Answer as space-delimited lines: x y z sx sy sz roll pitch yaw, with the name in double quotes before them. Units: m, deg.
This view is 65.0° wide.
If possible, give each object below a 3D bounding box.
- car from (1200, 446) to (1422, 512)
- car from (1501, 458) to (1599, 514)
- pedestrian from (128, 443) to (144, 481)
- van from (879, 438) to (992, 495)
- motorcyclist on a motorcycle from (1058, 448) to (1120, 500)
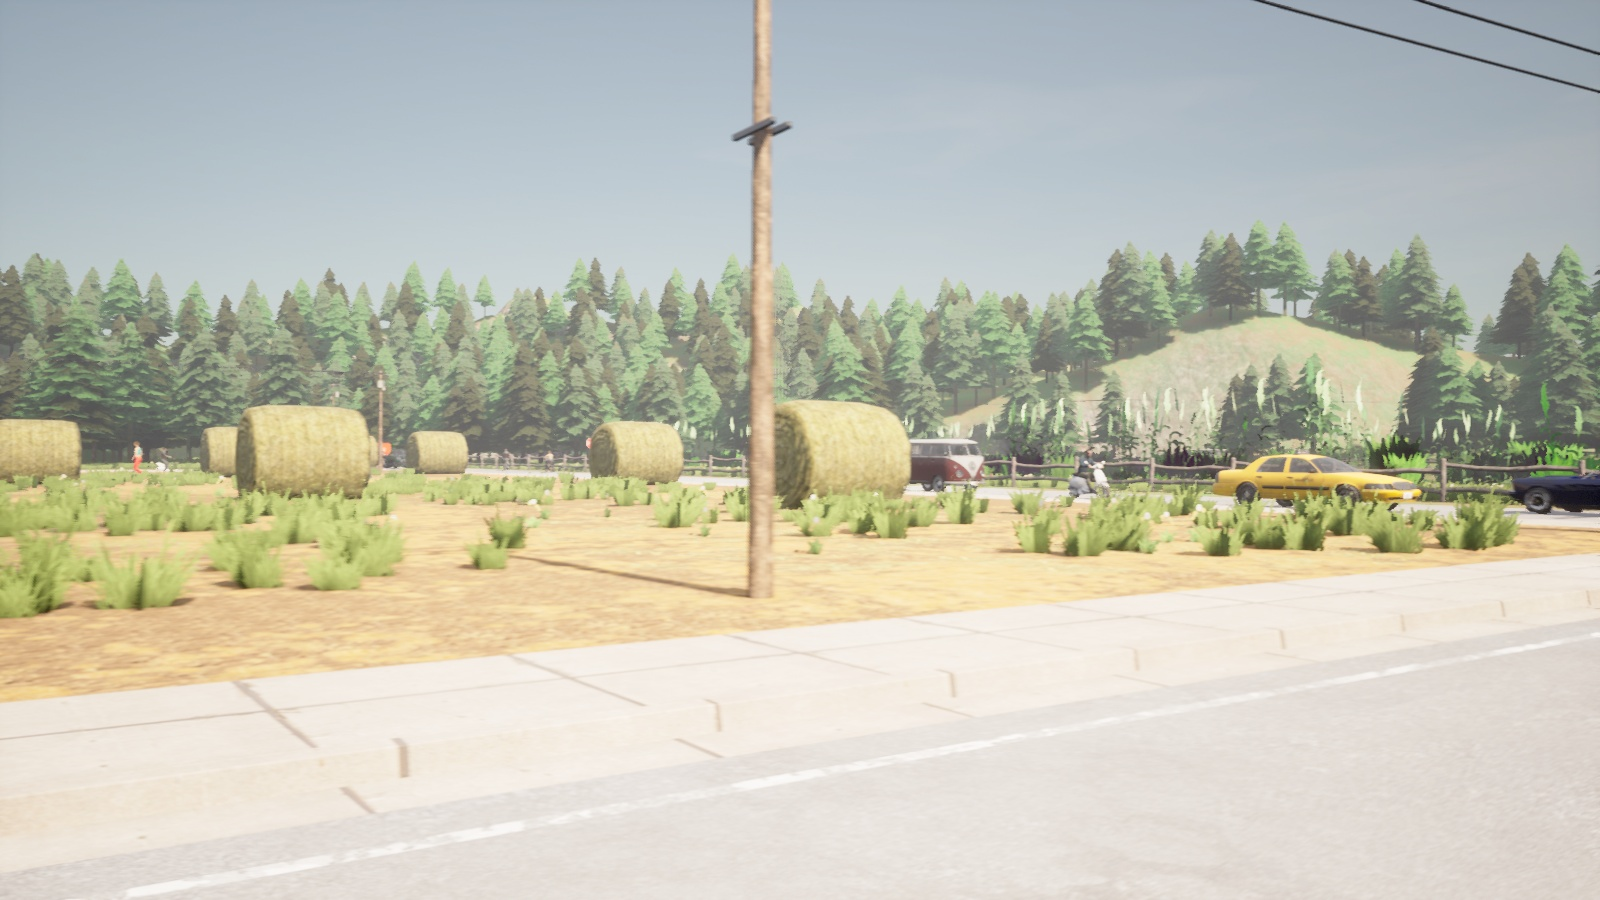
"car" 13.255 0.702 32.982 1.801 1.575 5.366 0 0 -32
"car" 19.470 0.842 29.703 1.895 1.301 4.718 0 0 -32
"pedestrian" -31.819 0.585 60.174 0.594 1.836 0.345 0 0 -3
"van" 4.935 0.563 46.373 1.775 1.987 4.442 0 0 -32
"motorcyclist on a motorcycle" 9.112 0.741 39.656 0.866 1.590 1.817 0 0 -32
